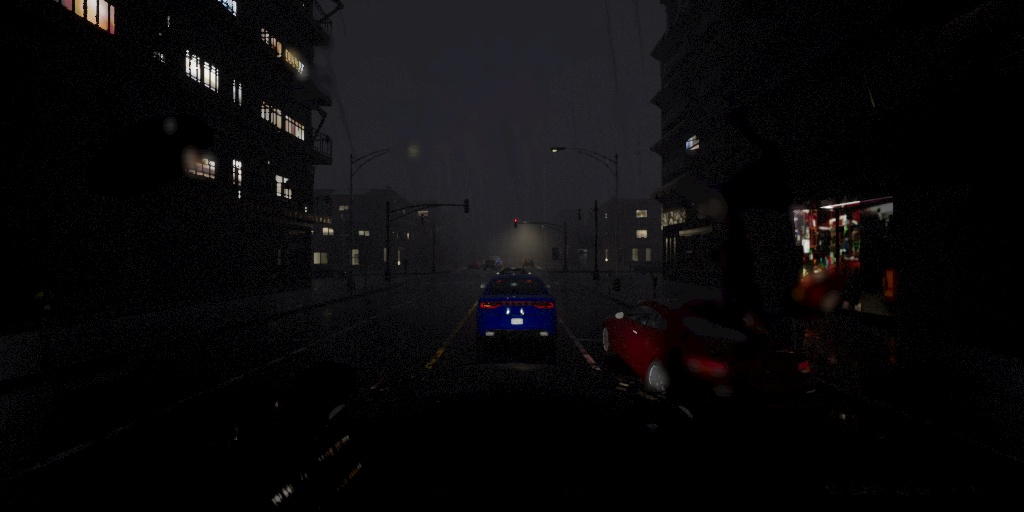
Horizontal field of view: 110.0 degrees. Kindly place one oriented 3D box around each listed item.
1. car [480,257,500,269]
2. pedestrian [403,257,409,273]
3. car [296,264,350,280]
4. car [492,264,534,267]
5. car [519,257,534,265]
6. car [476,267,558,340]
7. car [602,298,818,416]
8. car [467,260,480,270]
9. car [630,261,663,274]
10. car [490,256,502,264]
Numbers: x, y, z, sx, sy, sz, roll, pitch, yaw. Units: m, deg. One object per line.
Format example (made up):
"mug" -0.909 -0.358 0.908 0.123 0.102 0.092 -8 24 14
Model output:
"car" -3.102 1.291 51.633 1.837 1.490 4.892 0 0 0
"pedestrian" -12.521 1.061 42.290 0.375 1.860 0.375 0 0 0
"car" -17.517 1.456 33.550 4.892 1.490 1.837 -1 0 0
"car" 0.097 1.322 18.987 1.994 1.385 4.181 0 0 0
"car" 2.676 1.114 60.557 2.192 1.841 5.009 0 0 0
"car" 0.099 1.230 10.046 1.882 1.535 5.008 0 0 0
"car" 2.689 1.333 5.805 1.802 1.307 4.207 0 0 0
"car" -5.791 1.336 55.033 1.888 1.381 4.507 0 0 0
"car" 14.356 1.154 36.776 4.181 1.385 1.994 -1 0 0
"car" -3.102 1.023 61.587 2.150 2.045 5.566 0 0 1
